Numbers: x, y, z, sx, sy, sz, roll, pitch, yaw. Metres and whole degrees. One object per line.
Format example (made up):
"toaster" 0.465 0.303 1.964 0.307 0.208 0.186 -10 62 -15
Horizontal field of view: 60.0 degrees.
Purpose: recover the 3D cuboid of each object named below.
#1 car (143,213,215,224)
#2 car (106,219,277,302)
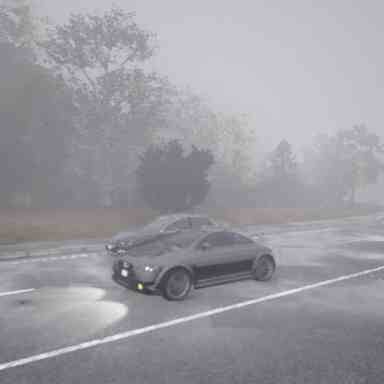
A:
"car" -0.659 1.549 12.101 4.892 1.490 1.837 1 0 -35
"car" 0.172 1.598 8.394 4.181 1.385 1.994 1 0 -35
